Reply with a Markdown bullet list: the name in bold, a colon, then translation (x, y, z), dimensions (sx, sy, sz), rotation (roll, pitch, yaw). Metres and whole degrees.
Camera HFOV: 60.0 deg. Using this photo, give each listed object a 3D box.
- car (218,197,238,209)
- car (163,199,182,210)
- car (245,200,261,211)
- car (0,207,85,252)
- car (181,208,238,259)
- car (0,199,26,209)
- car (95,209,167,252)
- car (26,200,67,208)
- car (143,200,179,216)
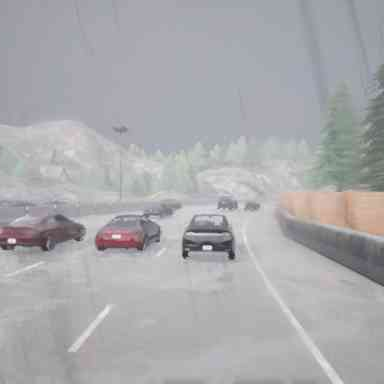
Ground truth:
- **car**: translation (5.602, 1.747, 51.397), dimensions (2.150, 2.045, 5.566), rotation (0, -1, 21)
- **car**: translation (-2.993, 1.760, 47.137), dimensions (2.097, 1.767, 4.553), rotation (0, -1, 18)
- **car**: translation (9.397, 2.062, 51.092), dimensions (1.837, 1.490, 4.892), rotation (-1, -1, 21)
- **car**: translation (-6.218, 1.602, 14.181), dimensions (1.812, 1.442, 4.674), rotation (0, 0, 5)
- **car**: translation (0.716, 1.621, 13.208), dimensions (2.128, 1.511, 4.902), rotation (0, 0, 5)
- **car**: translation (-20.182, 1.661, 38.074), dimensions (2.128, 1.511, 4.902), rotation (0, 0, 13)
- **car**: translation (-2.625, 1.677, 14.629), dimensions (1.994, 1.385, 4.181), rotation (0, 0, 7)
- **car**: translation (-16.449, 1.717, 38.627), dimensions (1.837, 1.490, 4.892), rotation (0, -1, 14)
- **car**: translation (-3.283, 1.826, 33.268), dimensions (2.033, 1.411, 5.357), rotation (0, -1, 13)
